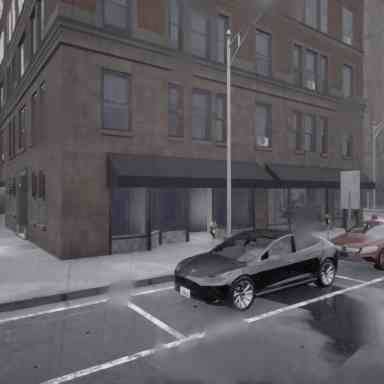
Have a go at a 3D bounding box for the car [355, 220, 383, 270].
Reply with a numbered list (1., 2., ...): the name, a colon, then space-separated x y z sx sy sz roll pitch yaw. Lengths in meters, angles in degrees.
1. car: 6.119 1.582 10.898 4.206 1.307 1.802 0 0 -35

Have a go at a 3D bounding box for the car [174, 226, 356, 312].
1. car: 1.640 1.566 7.704 4.313 1.339 1.947 0 0 -35
